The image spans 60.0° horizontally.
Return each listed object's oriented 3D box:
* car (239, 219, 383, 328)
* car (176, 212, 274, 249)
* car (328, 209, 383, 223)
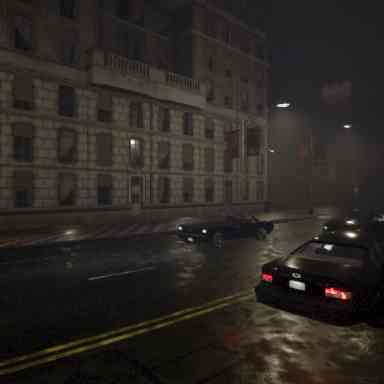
[{"bbox_3d":[3.561,1.547,7.036,5.357,1.411,2.033,0,0,-42],"label":"car"},{"bbox_3d":[1.572,1.601,14.874,4.718,1.301,1.895,0,0,-42],"label":"car"},{"bbox_3d":[8.438,1.547,16.383,5.357,1.411,2.033,0,0,-42],"label":"car"}]
